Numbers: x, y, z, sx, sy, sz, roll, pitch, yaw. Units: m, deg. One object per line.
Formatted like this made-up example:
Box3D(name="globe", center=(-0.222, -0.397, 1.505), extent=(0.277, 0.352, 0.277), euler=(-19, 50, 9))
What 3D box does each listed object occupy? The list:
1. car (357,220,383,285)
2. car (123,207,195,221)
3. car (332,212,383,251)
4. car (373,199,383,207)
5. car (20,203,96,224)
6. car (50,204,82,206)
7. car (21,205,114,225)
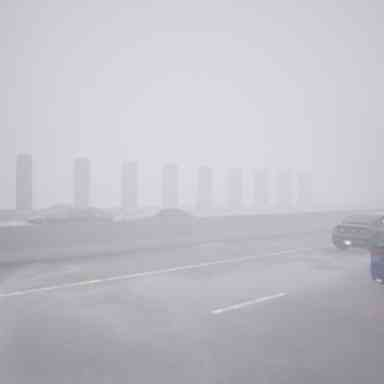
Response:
Box3D(name="car", center=(6.458, 1.533, 8.315), extent=(5.008, 1.535, 1.882), euler=(0, 0, -35))
Box3D(name="car", center=(-1.853, 1.631, 19.931), extent=(4.674, 1.442, 1.812), euler=(0, -1, -36))
Box3D(name="car", center=(7.601, 1.588, 13.360), extent=(4.892, 1.490, 1.837), euler=(0, 0, -35))
Box3D(name="car", center=(33.652, 1.903, 57.882), extent=(5.357, 1.411, 2.033), euler=(0, 0, -36))
Box3D(name="car", center=(-10.671, 1.677, 26.737), extent=(5.357, 1.411, 2.033), euler=(0, 0, -34))
Box3D(name="car", center=(-8.437, 1.666, 24.031), extent=(5.357, 1.411, 2.033), euler=(0, 0, -35))
Box3D(name="car", center=(-7.462, 1.699, 20.129), extent=(4.718, 1.301, 1.895), euler=(0, 0, -35))
